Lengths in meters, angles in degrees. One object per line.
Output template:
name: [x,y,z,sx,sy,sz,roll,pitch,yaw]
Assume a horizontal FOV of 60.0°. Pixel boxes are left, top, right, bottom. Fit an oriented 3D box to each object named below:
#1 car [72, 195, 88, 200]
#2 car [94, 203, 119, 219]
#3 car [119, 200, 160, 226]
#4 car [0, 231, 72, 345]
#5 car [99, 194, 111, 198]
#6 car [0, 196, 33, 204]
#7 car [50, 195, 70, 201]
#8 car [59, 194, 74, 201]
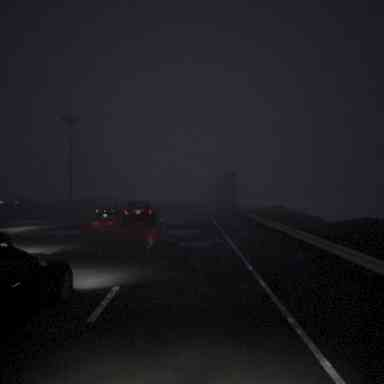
car: [-27.884,1.490,83.685,1.895,1.301,4.718,0,0,1]
car: [-6.958,1.576,28.861,1.895,1.301,4.718,0,0,0]
car: [-3.448,1.331,23.353,2.097,1.767,4.553,0,0,0]
car: [-3.410,1.522,5.086,1.812,1.442,4.674,0,0,0]
car: [-20.963,1.284,79.973,2.097,1.767,4.553,0,0,1]
car: [-21.166,1.321,40.210,2.097,1.767,4.553,0,0,0]
car: [-24.628,1.476,61.646,1.812,1.442,4.674,0,0,0]
car: [-31.394,1.368,83.266,1.882,1.535,5.008,0,0,1]
